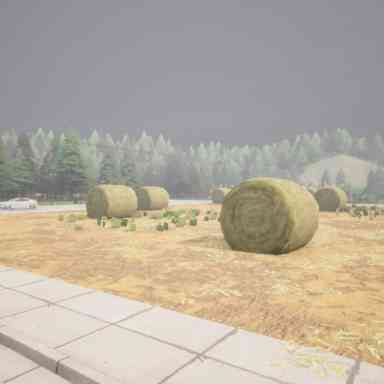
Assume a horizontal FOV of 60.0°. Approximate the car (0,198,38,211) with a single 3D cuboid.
[{"bbox_3d":[-20.955,1.429,40.024,1.812,1.442,4.674,0,0,37],"label":"car"}]
